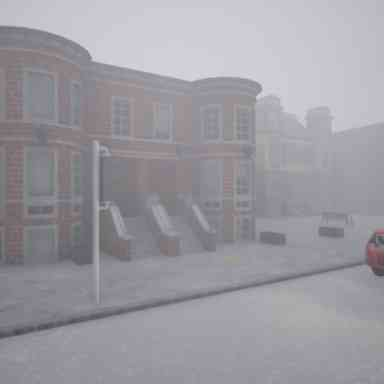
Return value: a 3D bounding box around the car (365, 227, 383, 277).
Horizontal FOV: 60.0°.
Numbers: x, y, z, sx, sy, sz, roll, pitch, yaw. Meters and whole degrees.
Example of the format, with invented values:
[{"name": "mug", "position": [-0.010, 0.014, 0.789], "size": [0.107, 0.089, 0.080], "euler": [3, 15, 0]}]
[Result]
[{"name": "car", "position": [7.074, 1.210, 8.969], "size": [5.566, 2.045, 2.150], "euler": [0, 0, -32]}]
